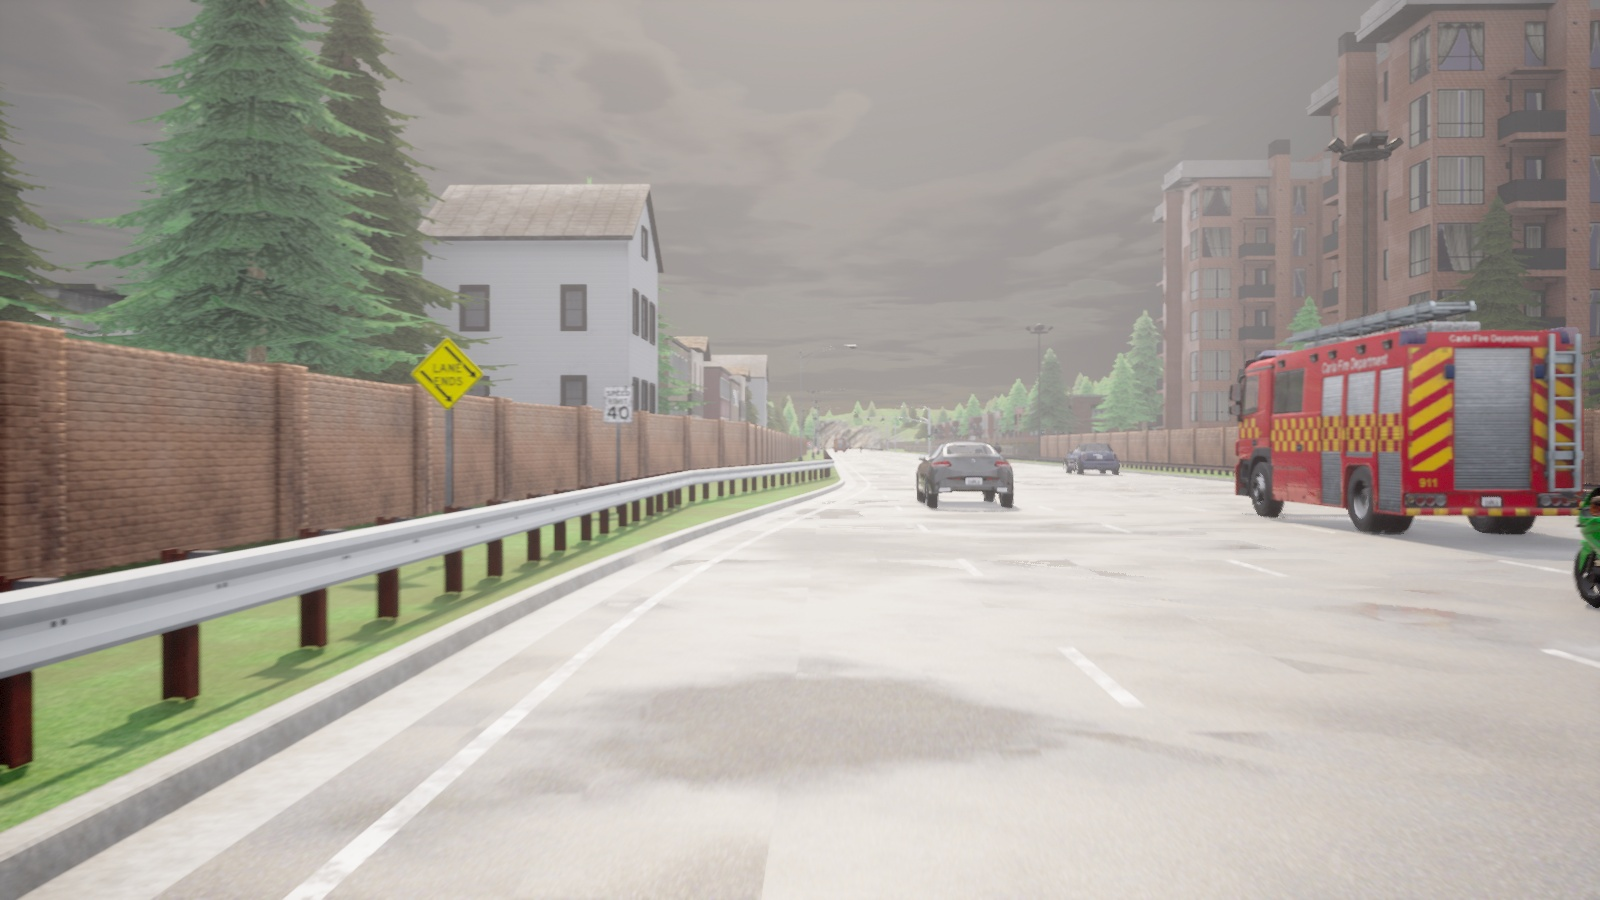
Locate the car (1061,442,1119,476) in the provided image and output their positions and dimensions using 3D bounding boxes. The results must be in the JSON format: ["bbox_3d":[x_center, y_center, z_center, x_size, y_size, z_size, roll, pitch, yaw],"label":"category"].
[{"bbox_3d":[15.300,0.446,66.407,2.097,1.767,4.553,0,0,1],"label":"car"}]

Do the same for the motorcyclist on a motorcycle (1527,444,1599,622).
[{"bbox_3d":[7.232,0.709,10.799,0.797,1.523,2.044,0,0,1],"label":"motorcyclist on a motorcycle"}]

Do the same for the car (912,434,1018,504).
[{"bbox_3d":[4.145,0.444,32.346,2.152,1.651,5.027,0,0,1],"label":"car"}]

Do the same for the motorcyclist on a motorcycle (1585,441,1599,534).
[{"bbox_3d":[14.436,0.658,21.343,0.766,1.649,2.350,0,0,1],"label":"motorcyclist on a motorcycle"}]

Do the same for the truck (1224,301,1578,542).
[{"bbox_3d":[10.991,-0.469,24.213,2.891,3.827,8.468,0,0,1],"label":"truck"}]
